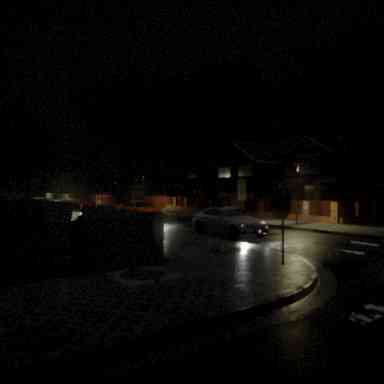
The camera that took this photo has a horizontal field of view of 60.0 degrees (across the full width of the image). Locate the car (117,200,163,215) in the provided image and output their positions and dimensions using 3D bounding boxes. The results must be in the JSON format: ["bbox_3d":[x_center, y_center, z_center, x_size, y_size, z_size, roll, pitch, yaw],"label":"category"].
[{"bbox_3d":[-4.008,1.368,25.194,1.882,1.535,5.008,0,0,-35],"label":"car"}]

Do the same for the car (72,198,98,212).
[{"bbox_3d":[-11.502,1.356,35.871,1.812,1.442,4.674,0,0,-34],"label":"car"}]

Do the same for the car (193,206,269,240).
[{"bbox_3d":[1.778,1.463,16.833,1.812,1.442,4.674,0,0,-33],"label":"car"}]
